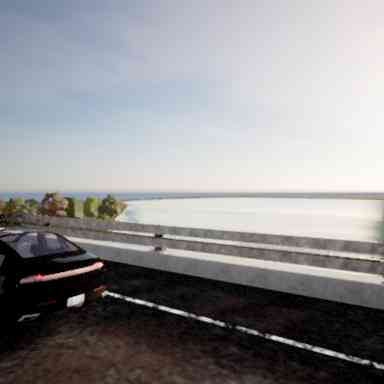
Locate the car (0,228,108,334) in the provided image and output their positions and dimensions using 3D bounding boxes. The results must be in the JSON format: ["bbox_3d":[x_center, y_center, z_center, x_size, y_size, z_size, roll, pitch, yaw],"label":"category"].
[{"bbox_3d":[-3.791,1.495,6.700,4.902,1.511,2.128,0,0,36],"label":"car"}]
